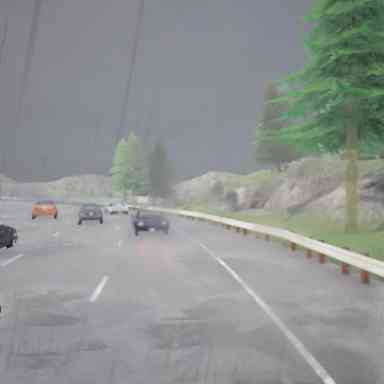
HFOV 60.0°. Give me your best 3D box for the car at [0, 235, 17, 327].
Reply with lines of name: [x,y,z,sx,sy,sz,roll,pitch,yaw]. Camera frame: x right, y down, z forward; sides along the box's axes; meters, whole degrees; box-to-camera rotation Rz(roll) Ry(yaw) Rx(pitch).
car: [-3.747,1.521,3.148,2.128,1.511,4.902,0,0,-3]

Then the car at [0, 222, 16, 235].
car: [-8.319,1.658,12.691,1.994,1.385,4.181,0,0,-10]

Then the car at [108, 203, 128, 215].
car: [-8.382,1.818,36.373,1.895,1.301,4.718,0,0,-24]

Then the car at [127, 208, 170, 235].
car: [-2.605,1.713,19.695,1.895,1.301,4.718,0,0,-13]

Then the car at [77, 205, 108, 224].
car: [-8.258,1.715,26.879,2.033,1.411,5.357,0,0,-19]

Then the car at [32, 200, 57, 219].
car: [-14.224,1.567,32.241,2.097,1.767,4.553,0,0,-23]
